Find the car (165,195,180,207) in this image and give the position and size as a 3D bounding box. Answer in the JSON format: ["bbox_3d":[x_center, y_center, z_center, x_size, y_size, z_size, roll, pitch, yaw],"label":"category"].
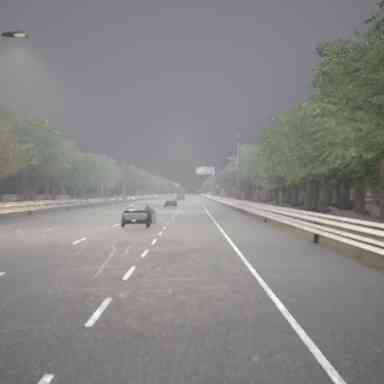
[{"bbox_3d":[-3.360,1.655,53.894,1.812,1.442,4.674,0,0,0],"label":"car"}]

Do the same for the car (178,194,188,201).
[{"bbox_3d":[-3.061,1.463,93.140,2.150,2.045,5.566,0,0,1],"label":"car"}]

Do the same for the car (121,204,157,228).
[{"bbox_3d":[-3.481,1.535,22.383,2.128,1.511,4.902,0,0,0],"label":"car"}]
